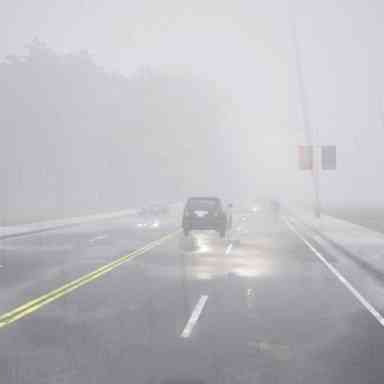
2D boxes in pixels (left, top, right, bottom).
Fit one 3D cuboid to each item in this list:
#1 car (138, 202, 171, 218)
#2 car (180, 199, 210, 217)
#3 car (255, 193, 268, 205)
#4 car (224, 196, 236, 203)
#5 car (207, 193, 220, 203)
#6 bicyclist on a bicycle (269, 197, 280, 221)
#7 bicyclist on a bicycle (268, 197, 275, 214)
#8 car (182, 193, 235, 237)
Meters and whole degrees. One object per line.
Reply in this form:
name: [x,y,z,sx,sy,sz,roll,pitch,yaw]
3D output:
car: [-3.426,1.608,30.811,1.895,1.301,4.718,0,0,11]
car: [0.356,1.500,33.179,2.128,1.511,4.902,0,0,11]
car: [12.917,1.260,62.108,2.150,2.045,5.566,0,0,10]
car: [8.411,1.590,73.396,2.033,1.411,5.357,0,0,11]
car: [4.651,1.274,71.138,2.150,2.045,5.566,0,0,11]
bicyclist on a bicycle: [6.491,1.376,25.582,0.659,1.776,1.843,0,0,11]
bicyclist on a bicycle: [8.276,1.380,34.605,0.659,1.776,1.843,0,0,11]
car: [0.955,1.225,18.430,2.150,2.045,5.566,0,0,11]
